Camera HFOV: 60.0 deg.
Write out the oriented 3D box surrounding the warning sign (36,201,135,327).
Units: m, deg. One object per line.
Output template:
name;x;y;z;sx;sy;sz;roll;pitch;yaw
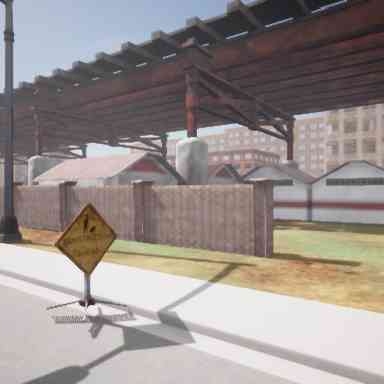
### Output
warning sign;-1.844;1.112;5.860;1.060;1.860;1.300;0;0;36
